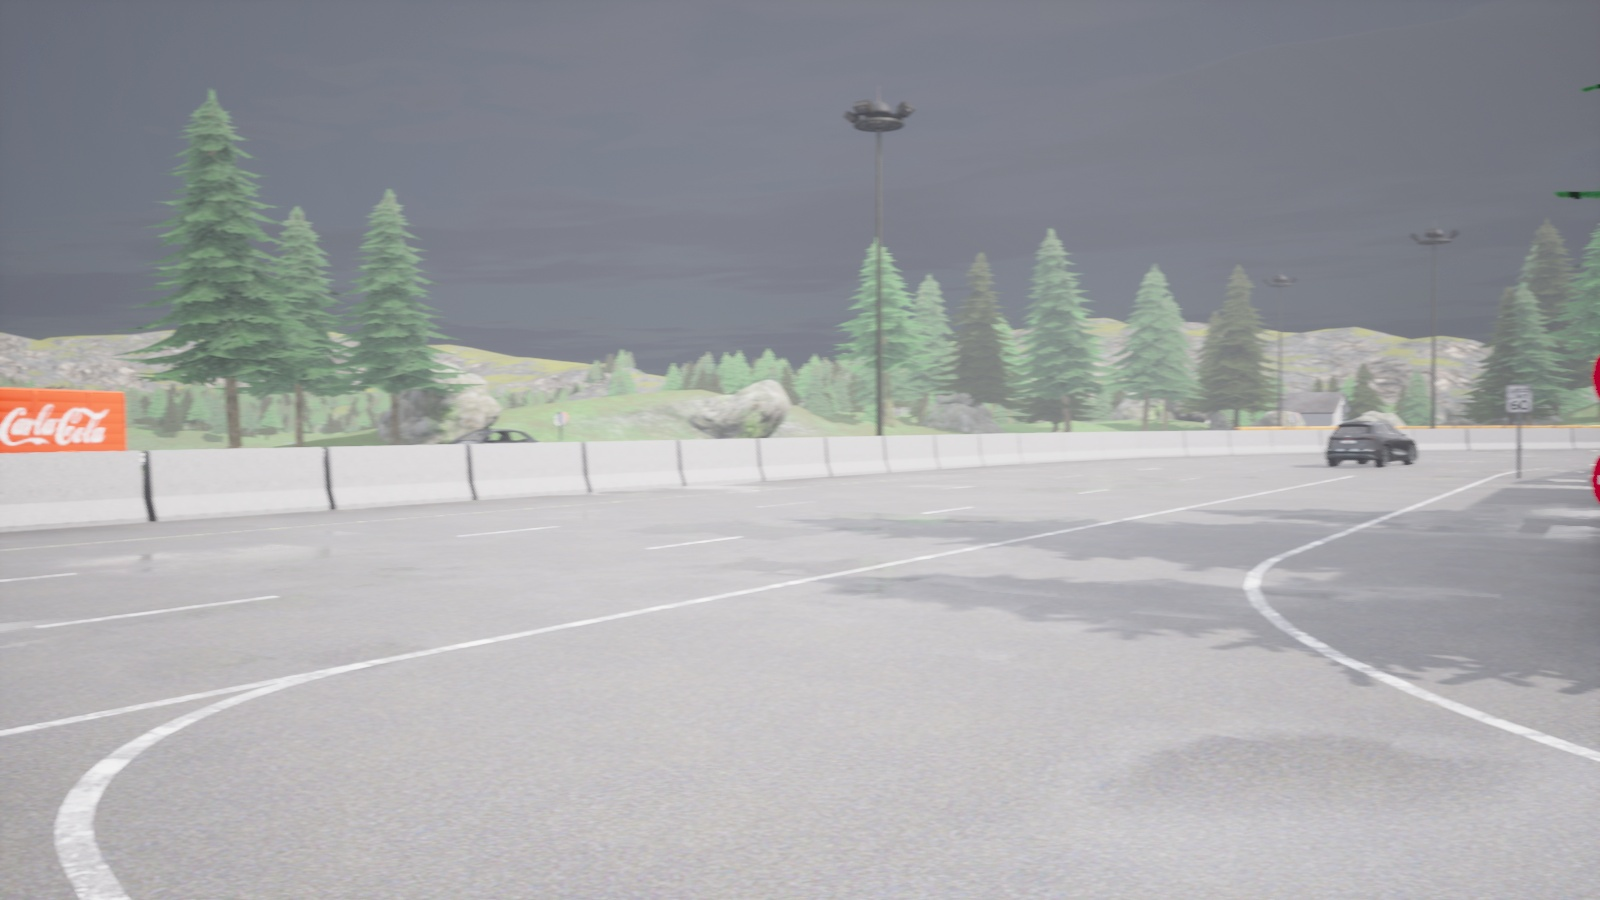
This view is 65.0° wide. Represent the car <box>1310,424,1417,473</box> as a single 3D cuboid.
[{"bbox_3d":[20.229,-0.096,44.999,2.033,1.649,4.856,1,1,43],"label":"car"}]

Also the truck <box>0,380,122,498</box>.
[{"bbox_3d":[-17.861,-0.251,26.949,2.627,2.467,5.204,1,1,34],"label":"truck"}]

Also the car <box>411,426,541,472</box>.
[{"bbox_3d":[-11.132,-0.072,43.381,1.816,1.474,4.193,1,1,34],"label":"car"}]
